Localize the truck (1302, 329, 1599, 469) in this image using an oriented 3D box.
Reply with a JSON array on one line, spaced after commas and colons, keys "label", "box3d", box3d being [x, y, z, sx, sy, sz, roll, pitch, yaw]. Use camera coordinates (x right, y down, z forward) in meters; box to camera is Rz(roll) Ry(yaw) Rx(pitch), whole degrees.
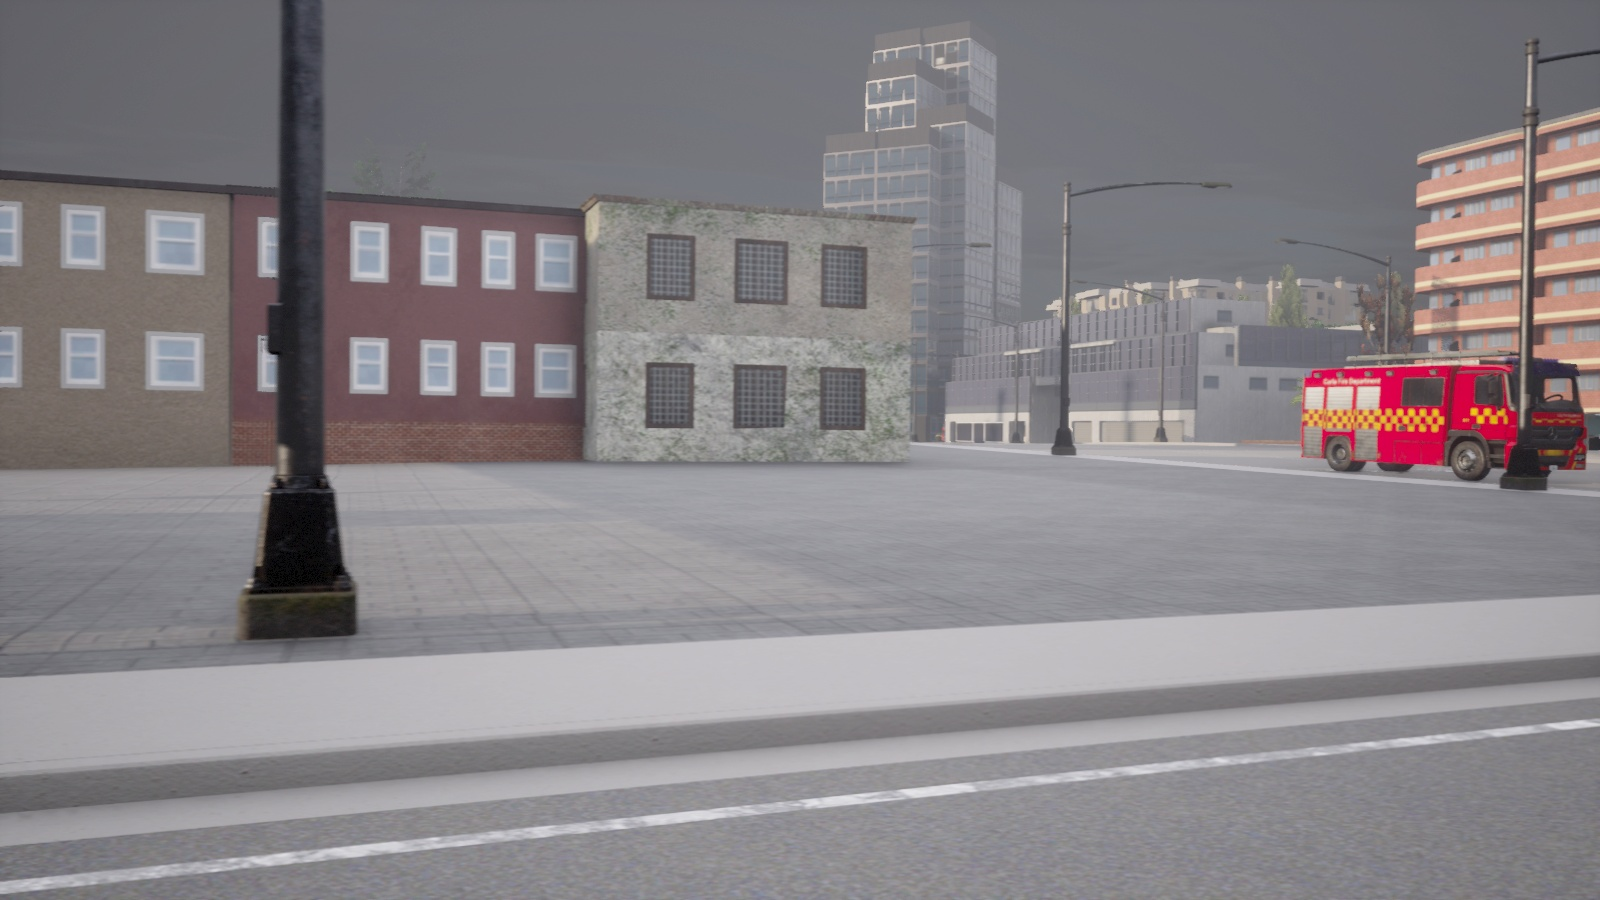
[{"label": "truck", "box3d": [19.713, -1.527, 38.789, 2.891, 3.827, 8.468, -1, 2, -20]}]
